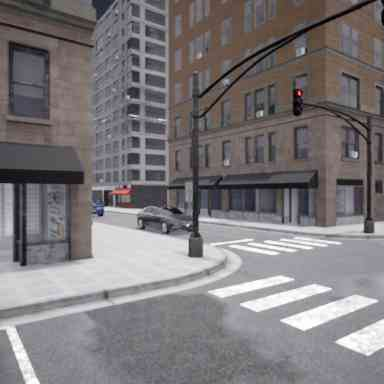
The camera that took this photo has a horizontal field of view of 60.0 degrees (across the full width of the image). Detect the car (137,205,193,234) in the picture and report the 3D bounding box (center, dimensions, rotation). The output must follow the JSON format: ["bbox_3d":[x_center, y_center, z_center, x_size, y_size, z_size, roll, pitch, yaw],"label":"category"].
[{"bbox_3d":[-1.629,1.570,19.864,1.837,1.490,4.892,0,0,-35],"label":"car"}]

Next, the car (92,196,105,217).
[{"bbox_3d":[-10.332,1.346,32.088,2.150,2.045,5.566,0,1,-35],"label":"car"}]
